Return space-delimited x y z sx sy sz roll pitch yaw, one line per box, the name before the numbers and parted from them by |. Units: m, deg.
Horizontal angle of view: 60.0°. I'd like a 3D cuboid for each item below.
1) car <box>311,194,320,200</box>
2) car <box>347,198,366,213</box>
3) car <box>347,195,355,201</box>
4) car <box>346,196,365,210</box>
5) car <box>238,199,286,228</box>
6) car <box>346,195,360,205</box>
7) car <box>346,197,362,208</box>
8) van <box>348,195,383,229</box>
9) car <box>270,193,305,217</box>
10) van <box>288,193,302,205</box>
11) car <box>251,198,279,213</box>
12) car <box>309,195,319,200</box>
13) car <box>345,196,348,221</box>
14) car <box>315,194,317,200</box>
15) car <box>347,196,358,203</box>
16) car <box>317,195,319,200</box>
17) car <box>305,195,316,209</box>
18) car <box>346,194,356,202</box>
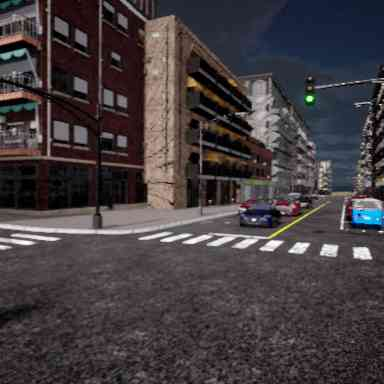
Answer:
car | 33.291 1.294 89.482 1.752 1.417 4.829 0 0 25
car | 17.801 1.436 36.099 1.752 1.417 4.829 0 0 25
car | 41.085 1.479 85.980 1.947 1.339 4.313 0 0 25
car | 20.053 1.346 40.955 1.967 1.590 4.097 0 0 25
car | 4.399 1.413 20.921 1.994 1.385 4.181 1 1 25
car | 27.063 1.336 55.962 1.967 1.590 4.097 0 0 25
car | 22.375 1.446 45.964 1.887 1.381 4.507 0 0 25
van | 10.893 1.283 20.887 1.690 1.788 3.998 0 0 25
car | 8.545 1.180 29.858 2.097 1.767 4.553 1 1 25
van | 16.991 1.094 54.613 1.690 1.788 3.998 0 0 25
car | 7.697 1.340 34.570 1.947 1.339 4.313 0 0 25
car | 31.025 1.328 84.633 1.947 1.339 4.313 0 0 25
car | 13.125 1.244 25.911 2.192 1.841 5.009 0 0 25
car | 26.376 1.298 74.612 1.887 1.381 4.507 0 0 25
car | 31.729 1.461 65.974 1.947 1.339 4.313 0 0 25
car | 28.688 1.307 79.628 2.008 1.369 4.403 0 0 25
car | 14.142 1.335 41.909 1.812 1.442 4.674 1 0 25
car | 36.367 1.340 75.994 1.967 1.590 4.097 0 0 25
